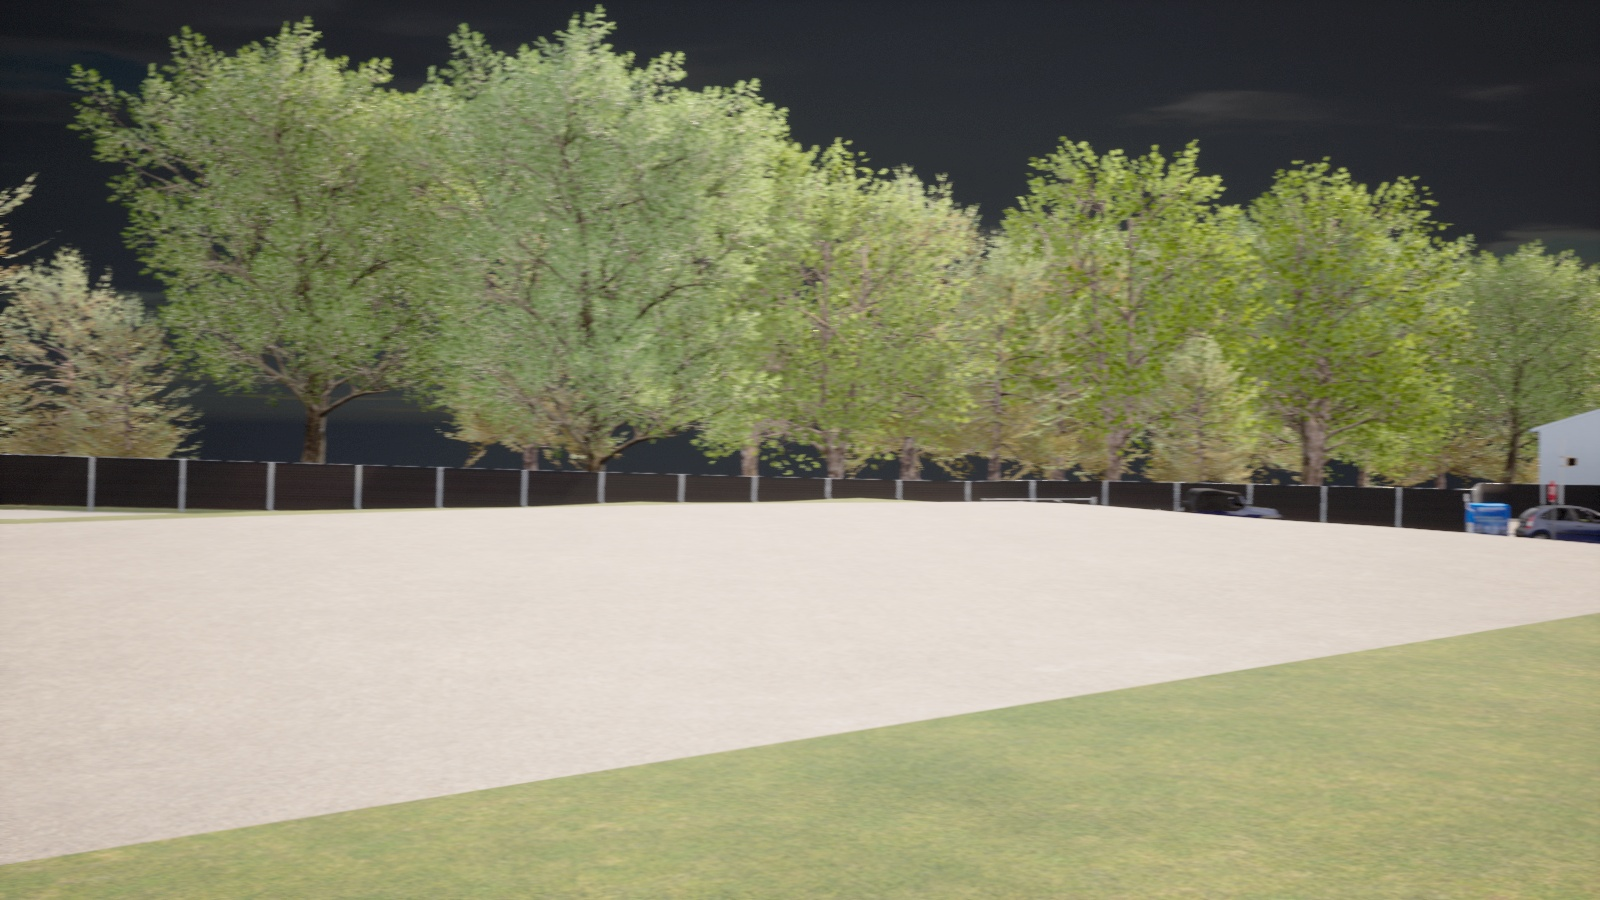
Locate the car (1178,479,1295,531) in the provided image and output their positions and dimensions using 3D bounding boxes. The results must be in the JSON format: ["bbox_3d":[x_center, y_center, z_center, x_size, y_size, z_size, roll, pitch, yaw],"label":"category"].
[{"bbox_3d":[16.887,2.101,48.679,3.866,1.878,1.905,0,1,0],"label":"car"}]

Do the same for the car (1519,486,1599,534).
[{"bbox_3d":[29.315,2.236,46.877,3.988,1.617,1.851,0,1,17],"label":"car"}]
